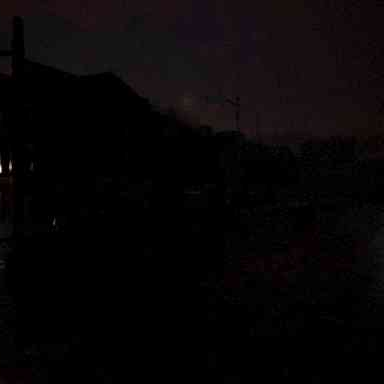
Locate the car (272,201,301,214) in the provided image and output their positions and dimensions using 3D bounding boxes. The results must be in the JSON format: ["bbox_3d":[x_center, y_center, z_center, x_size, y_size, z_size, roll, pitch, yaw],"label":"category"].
[{"bbox_3d":[10.964,1.853,39.461,2.008,1.369,4.403,-1,-1,35],"label":"car"}]

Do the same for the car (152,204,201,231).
[{"bbox_3d":[-1.606,1.691,21.764,1.947,1.339,4.313,-1,-1,35],"label":"car"}]

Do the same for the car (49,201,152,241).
[{"bbox_3d":[-4.749,1.399,17.343,2.192,1.841,5.009,-1,-1,35],"label":"car"}]

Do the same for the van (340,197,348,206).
[{"bbox_3d":[29.819,1.929,66.009,1.690,1.788,3.998,-1,-1,35],"label":"van"}]

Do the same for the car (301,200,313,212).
[{"bbox_3d":[14.008,1.872,43.747,1.752,1.417,4.829,-1,-1,35],"label":"car"}]

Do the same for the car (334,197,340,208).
[{"bbox_3d":[23.534,1.930,57.159,1.967,1.590,4.097,-1,-1,35],"label":"car"}]

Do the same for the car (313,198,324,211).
[{"bbox_3d":[17.249,1.961,48.309,1.947,1.339,4.313,-1,-1,35],"label":"car"}]

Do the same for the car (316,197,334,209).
[{"bbox_3d":[20.391,1.757,52.736,2.192,1.841,5.009,-1,-1,35],"label":"car"}]

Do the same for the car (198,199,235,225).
[{"bbox_3d":[1.536,1.483,26.191,2.192,1.841,5.009,-1,-1,35],"label":"car"}]
